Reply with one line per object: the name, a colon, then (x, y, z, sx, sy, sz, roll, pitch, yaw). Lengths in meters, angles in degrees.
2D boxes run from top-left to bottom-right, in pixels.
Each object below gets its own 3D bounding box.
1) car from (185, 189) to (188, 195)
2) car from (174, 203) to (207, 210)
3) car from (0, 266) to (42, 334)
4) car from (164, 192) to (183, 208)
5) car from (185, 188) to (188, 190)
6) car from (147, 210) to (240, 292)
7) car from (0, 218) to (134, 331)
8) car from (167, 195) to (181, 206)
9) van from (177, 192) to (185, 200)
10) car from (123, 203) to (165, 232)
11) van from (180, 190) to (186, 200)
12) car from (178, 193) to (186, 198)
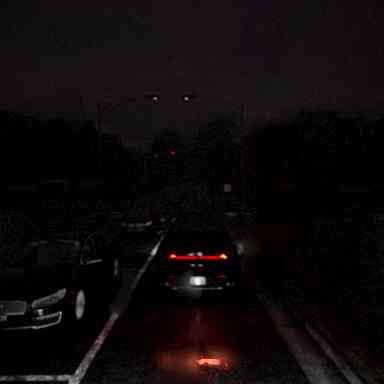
car: (-2.653, 0.890, 72.182, 2.192, 1.841, 5.009, -1, 1, 0)
car: (0.132, 1.491, 18.899, 1.895, 1.301, 4.718, 0, 0, 1)
car: (-2.659, 1.541, 1.365, 2.008, 1.369, 4.403, -2, 0, 0)
car: (-2.658, 1.225, 44.484, 1.967, 1.590, 4.097, -2, 0, 0)
car: (-2.642, 0.586, 94.351, 2.192, 1.841, 5.009, -1, 1, 0)
car: (0.105, 1.449, 8.769, 1.837, 1.490, 4.892, 0, 0, 0)
car: (-2.658, 1.507, 6.814, 2.008, 1.369, 4.403, -2, 0, 0)
car: (-2.654, 1.287, 49.852, 1.752, 1.417, 4.829, -2, 0, 0)
van: (-2.649, 0.852, 77.719, 1.690, 1.788, 3.998, -1, 1, 0)
car: (-2.656, 1.479, 17.708, 1.802, 1.307, 4.206, -2, 0, 0)
van: (-2.653, 0.974, 66.639, 1.690, 1.788, 3.998, -1, 1, 0)
car: (-2.641, 0.916, 88.803, 2.008, 1.369, 4.403, -1, 1, 0)
